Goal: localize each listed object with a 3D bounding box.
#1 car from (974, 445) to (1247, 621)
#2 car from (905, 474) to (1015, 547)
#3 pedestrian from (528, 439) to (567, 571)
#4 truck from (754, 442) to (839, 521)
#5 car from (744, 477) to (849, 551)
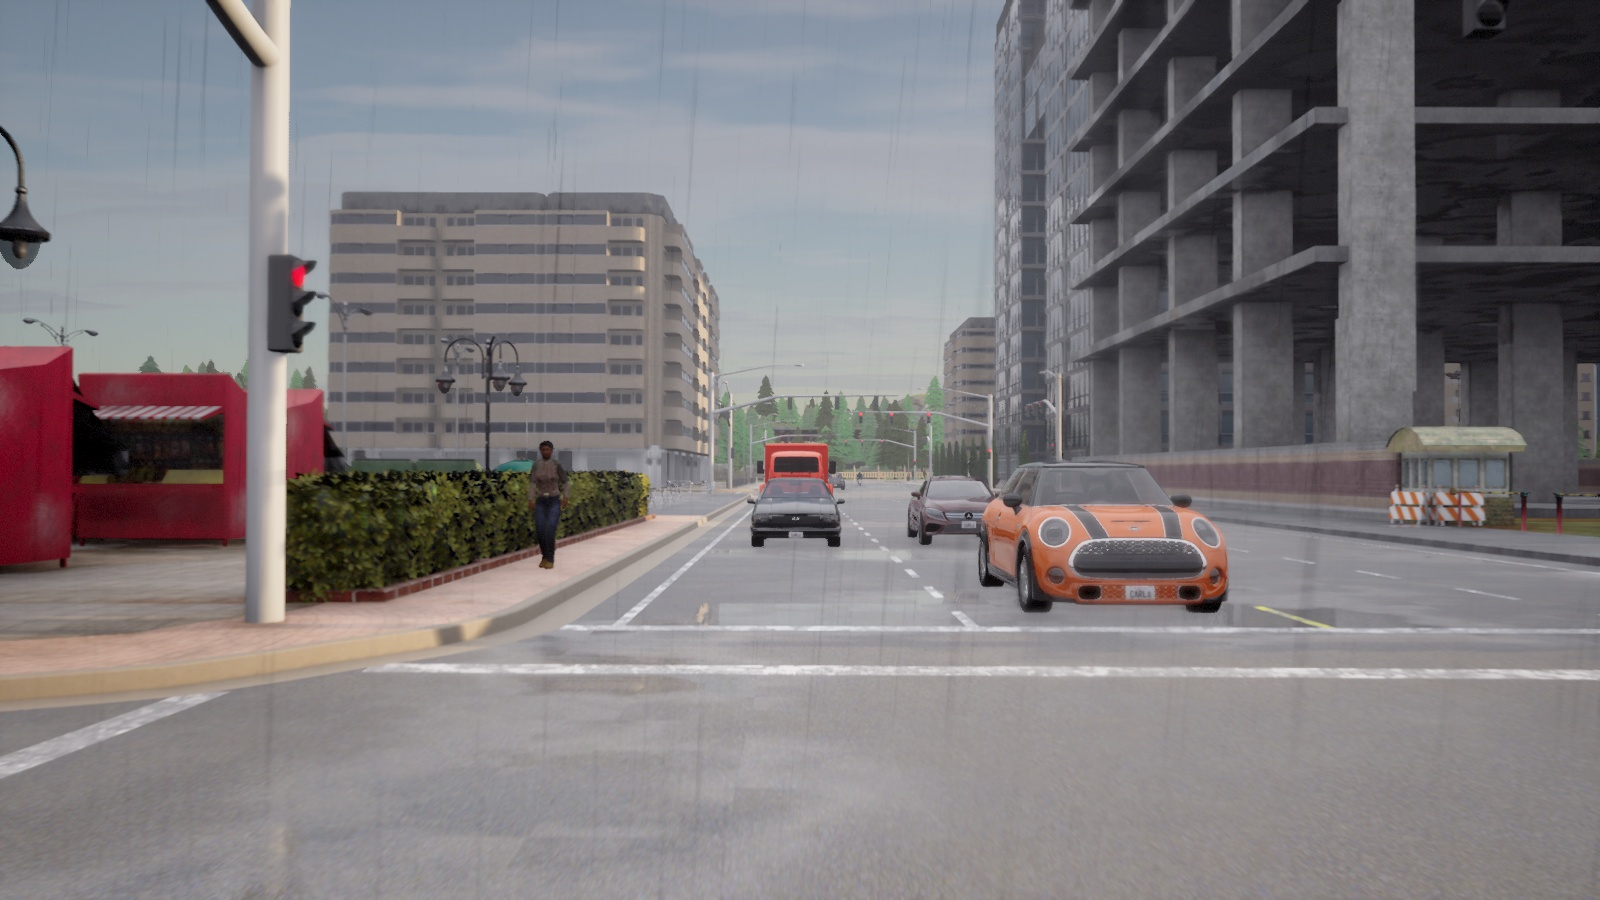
[{"bbox_3d":[3.457,0.876,14.970,2.097,1.767,4.553,0,-1,0],"label":"car"},{"bbox_3d":[3.424,1.267,27.739,1.812,1.442,4.674,0,-1,0],"label":"car"},{"bbox_3d":[-3.526,0.756,17.580,0.328,1.805,0.869,0,-1,2],"label":"pedestrian"},{"bbox_3d":[-0.117,1.022,41.909,2.627,2.467,5.204,0,-1,0],"label":"truck"},{"bbox_3d":[-0.074,1.295,26.989,2.033,1.411,5.357,0,-1,0],"label":"car"}]
